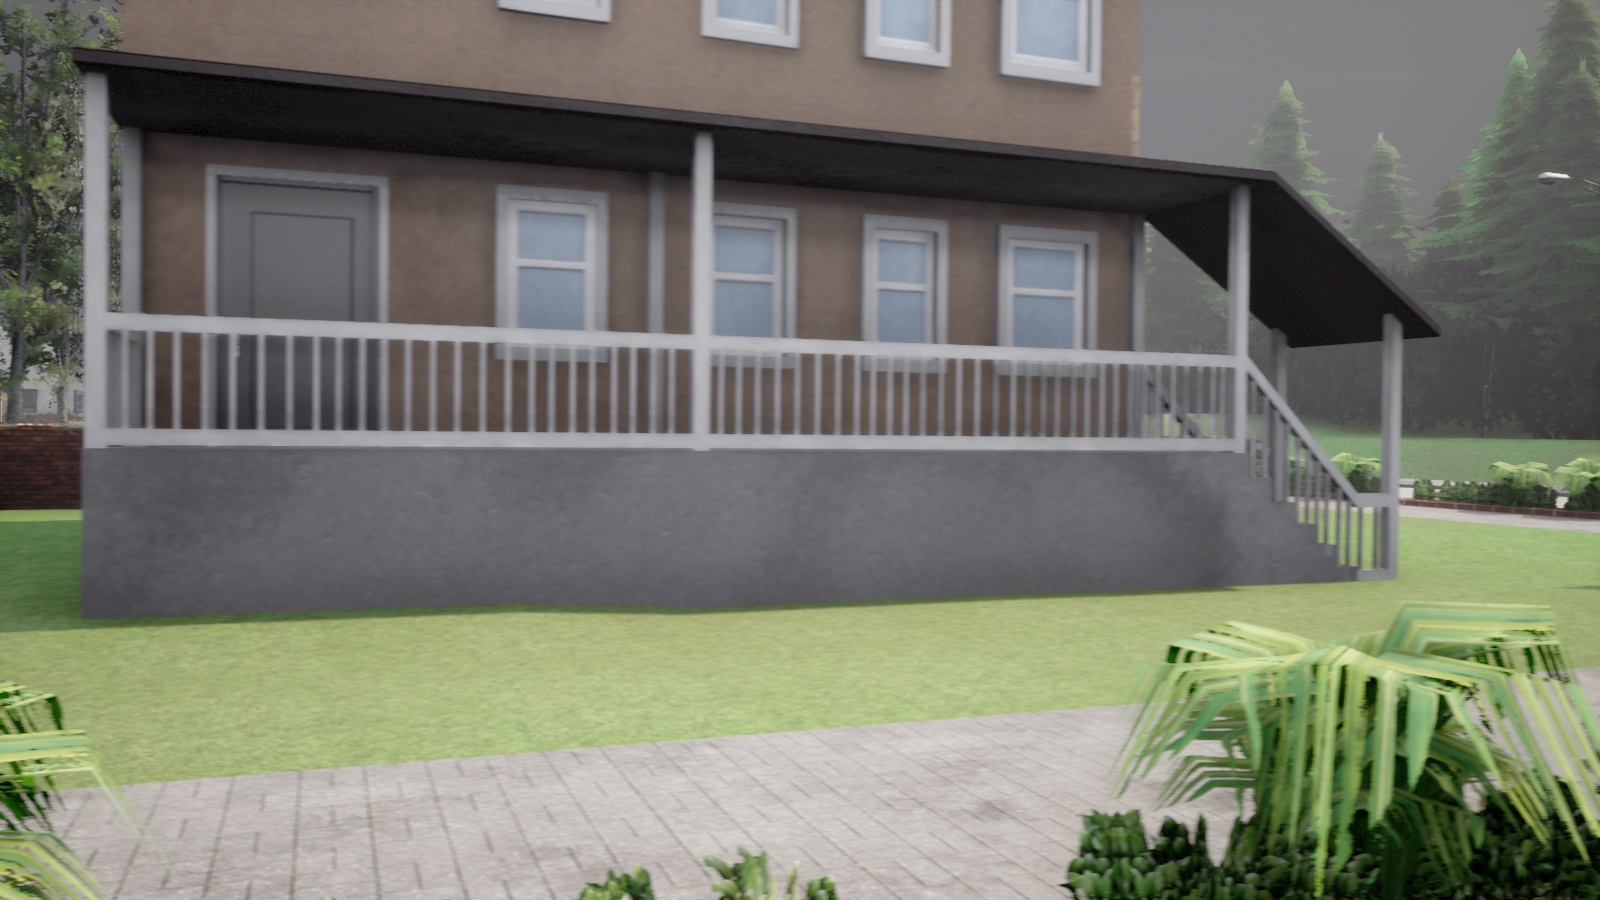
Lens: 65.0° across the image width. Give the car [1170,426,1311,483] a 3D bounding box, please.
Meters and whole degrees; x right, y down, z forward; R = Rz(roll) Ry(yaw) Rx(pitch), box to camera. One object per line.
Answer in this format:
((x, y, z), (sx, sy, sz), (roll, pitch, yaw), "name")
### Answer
((12.425, 0.098, 35.622), (1.845, 1.501, 3.633), (-1, 1, -21), "car")
